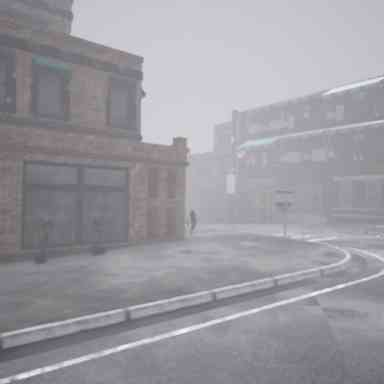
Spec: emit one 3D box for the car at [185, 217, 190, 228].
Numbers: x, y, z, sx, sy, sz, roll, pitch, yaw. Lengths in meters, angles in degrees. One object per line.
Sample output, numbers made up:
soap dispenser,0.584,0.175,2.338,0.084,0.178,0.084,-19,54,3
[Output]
car,-2.154,2.440,29.331,1.882,1.535,5.008,2,-6,-37
